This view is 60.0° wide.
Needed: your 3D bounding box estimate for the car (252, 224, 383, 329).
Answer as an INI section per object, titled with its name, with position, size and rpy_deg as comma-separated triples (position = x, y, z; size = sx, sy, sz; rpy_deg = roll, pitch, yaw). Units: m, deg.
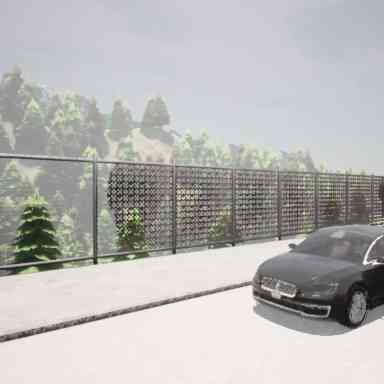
[car]
position = 3.398, 1.505, 7.063
size = 4.892, 1.490, 1.837
rpy_deg = 0, 0, -36
